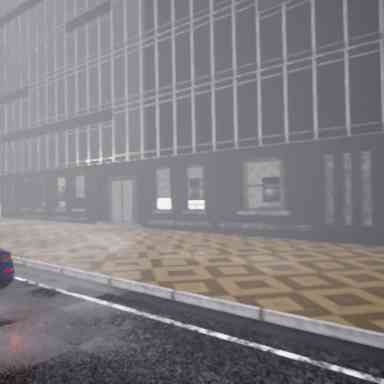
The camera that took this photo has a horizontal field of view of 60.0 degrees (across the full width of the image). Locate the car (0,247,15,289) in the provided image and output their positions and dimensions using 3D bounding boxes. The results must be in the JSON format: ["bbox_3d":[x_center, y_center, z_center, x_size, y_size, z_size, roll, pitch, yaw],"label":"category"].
[{"bbox_3d":[-6.085,1.593,8.034,4.674,1.442,1.812,0,0,36],"label":"car"}]
